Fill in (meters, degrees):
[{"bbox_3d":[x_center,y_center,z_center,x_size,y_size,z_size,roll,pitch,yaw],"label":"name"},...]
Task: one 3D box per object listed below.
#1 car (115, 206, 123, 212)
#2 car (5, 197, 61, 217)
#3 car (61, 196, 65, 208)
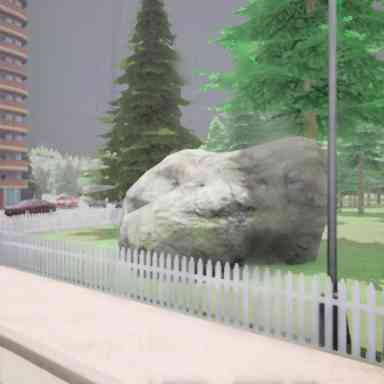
[{"bbox_3d":[-6.284,1.281,34.982,2.097,1.767,4.553,0,0,10],"label":"car"},{"bbox_3d":[-14.589,1.405,30.273,1.882,1.535,5.008,0,0,15],"label":"car"},{"bbox_3d":[-16.347,1.273,43.184,2.097,1.767,4.553,0,0,-4],"label":"car"}]
